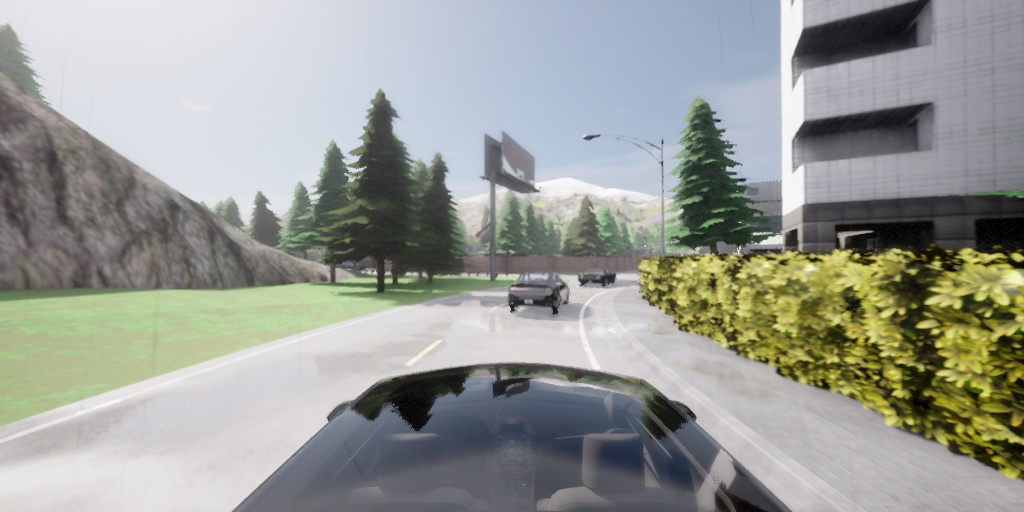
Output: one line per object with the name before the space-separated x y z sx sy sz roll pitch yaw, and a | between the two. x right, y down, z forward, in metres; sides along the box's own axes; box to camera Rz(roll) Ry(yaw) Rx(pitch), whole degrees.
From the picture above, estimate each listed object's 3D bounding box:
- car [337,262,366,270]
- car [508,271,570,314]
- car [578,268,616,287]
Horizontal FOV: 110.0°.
car | -25.294 1.655 56.232 5.357 1.411 2.033 0 -1 30
car | 1.212 1.370 14.596 2.128 1.511 4.902 0 0 15
car | 6.656 1.606 27.639 1.895 1.301 4.718 0 -1 29
